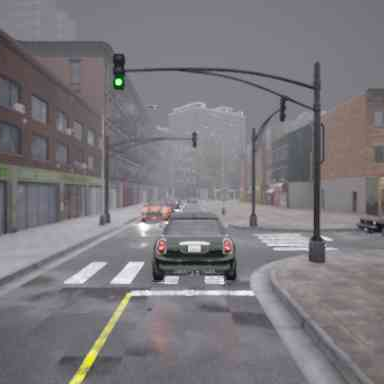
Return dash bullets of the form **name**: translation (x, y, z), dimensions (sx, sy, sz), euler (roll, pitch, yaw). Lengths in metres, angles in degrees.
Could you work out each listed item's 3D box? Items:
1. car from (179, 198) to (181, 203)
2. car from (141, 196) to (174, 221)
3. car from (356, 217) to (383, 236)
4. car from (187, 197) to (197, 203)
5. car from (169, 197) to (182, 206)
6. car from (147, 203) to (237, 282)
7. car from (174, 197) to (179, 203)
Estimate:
- **car**: translation (-2.844, 1.442, 46.970), dimensions (2.097, 1.767, 4.553), euler (0, 0, 0)
- **car**: translation (-2.853, 1.397, 27.382), dimensions (2.097, 1.767, 4.553), euler (0, 0, 0)
- **car**: translation (10.923, 1.554, 16.743), dimensions (4.718, 1.301, 1.895), euler (0, 0, 0)
- **car**: translation (-0.006, 1.708, 69.062), dimensions (1.994, 1.385, 4.181), euler (0, 0, 0)
- **car**: translation (-2.804, 1.666, 57.531), dimensions (2.033, 1.411, 5.357), euler (0, 0, 0)
- **car**: translation (0.071, 1.365, 10.005), dimensions (2.097, 1.767, 4.553), euler (0, 0, 0)
- **car**: translation (-2.855, 1.612, 36.851), dimensions (2.033, 1.411, 5.357), euler (0, 0, 0)
